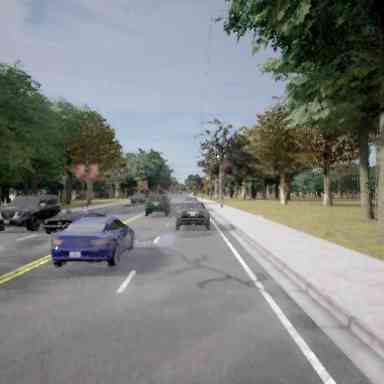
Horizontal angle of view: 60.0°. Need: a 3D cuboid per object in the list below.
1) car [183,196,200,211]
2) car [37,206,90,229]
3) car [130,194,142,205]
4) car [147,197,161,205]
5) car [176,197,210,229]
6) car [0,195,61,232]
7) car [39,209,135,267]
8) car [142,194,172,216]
[{"bbox_3d":[-0.082,1.407,42.558,2.097,1.767,4.553,0,0,0],"label":"car"},{"bbox_3d":[-6.639,1.609,18.892,1.895,1.301,4.718,0,0,0],"label":"car"},{"bbox_3d":[-10.150,1.339,62.805,2.150,2.045,5.566,0,0,0],"label":"car"},{"bbox_3d":[-6.897,1.603,60.707,2.128,1.511,4.902,0,0,0],"label":"car"},{"bbox_3d":[0.050,1.363,21.772,2.097,1.767,4.553,0,0,0],"label":"car"},{"bbox_3d":[-9.894,1.231,20.503,2.150,2.045,5.566,0,0,0],"label":"car"},{"bbox_3d":[-3.165,1.527,11.306,1.812,1.442,4.674,0,0,0],"label":"car"},{"bbox_3d":[-3.268,1.252,32.663,2.150,2.045,5.566,0,0,-1],"label":"car"}]
